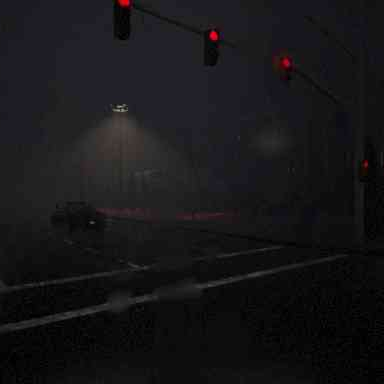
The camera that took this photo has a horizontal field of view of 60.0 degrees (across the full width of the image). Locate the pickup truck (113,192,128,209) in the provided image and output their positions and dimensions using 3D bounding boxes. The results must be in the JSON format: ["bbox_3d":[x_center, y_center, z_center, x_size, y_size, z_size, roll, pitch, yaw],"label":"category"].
[{"bbox_3d":[-8.918,1.059,43.739,2.390,2.098,6.274,0,0,-7],"label":"pickup truck"}]

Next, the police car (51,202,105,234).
[{"bbox_3d":[-6.841,1.425,19.569,1.930,1.638,5.238,0,0,-38],"label":"police car"}]
